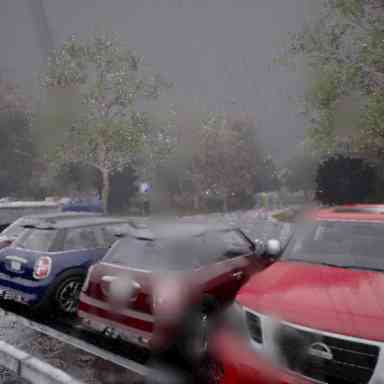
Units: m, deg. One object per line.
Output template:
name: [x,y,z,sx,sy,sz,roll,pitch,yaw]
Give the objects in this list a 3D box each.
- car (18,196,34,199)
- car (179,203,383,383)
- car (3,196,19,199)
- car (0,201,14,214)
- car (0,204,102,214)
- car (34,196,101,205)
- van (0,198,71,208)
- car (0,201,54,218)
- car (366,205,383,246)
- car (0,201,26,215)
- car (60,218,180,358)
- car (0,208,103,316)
car: [-12.936,1.434,31.737,2.435,2.045,5.566,-1,0,35]
car: [2.513,1.229,4.704,2.435,2.045,5.566,-1,0,35]
car: [-19.745,1.506,36.579,2.435,2.045,5.566,-1,0,35]
car: [-24.281,1.843,39.803,2.163,1.488,4.792,-1,0,35]
car: [-4.306,1.416,9.625,2.185,1.767,4.553,-1,0,35]
car: [-10.767,1.415,30.195,2.435,2.045,5.566,-1,0,35]
van: [-6.676,1.336,11.129,1.878,1.987,4.442,-1,0,35]
car: [-17.459,1.732,34.982,2.097,1.535,5.008,-1,0,35]
car: [9.811,1.485,15.606,2.231,1.521,4.892,-1,0,35]
car: [-21.978,1.814,38.237,2.163,1.488,4.792,-1,0,35]
car: [0.228,1.375,6.325,2.185,1.767,4.553,-1,0,35]
car: [-2.057,1.396,7.950,2.185,1.767,4.553,-1,0,35]
